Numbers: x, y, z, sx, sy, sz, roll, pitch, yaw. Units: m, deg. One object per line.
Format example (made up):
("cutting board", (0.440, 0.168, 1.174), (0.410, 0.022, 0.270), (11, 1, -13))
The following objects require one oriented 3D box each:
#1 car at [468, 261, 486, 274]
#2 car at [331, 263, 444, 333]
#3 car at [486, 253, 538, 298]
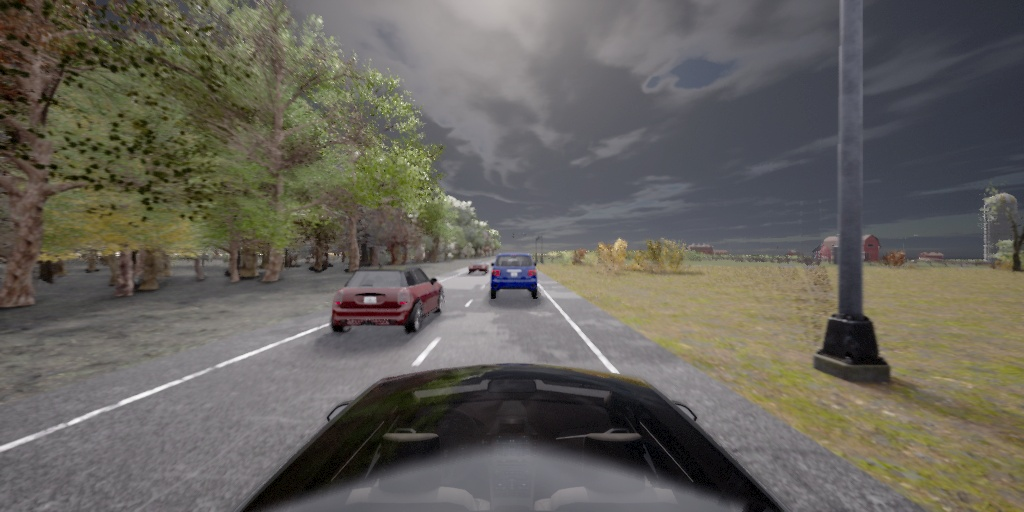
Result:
("car", (-3.422, 1.163, 37.629), (1.895, 1.301, 4.718), (0, 0, 0))
("car", (-3.405, 1.055, 10.724), (2.097, 1.767, 4.553), (0, 0, 0))
("car", (0.090, 0.886, 17.944), (2.150, 2.045, 5.566), (0, 0, 0))
